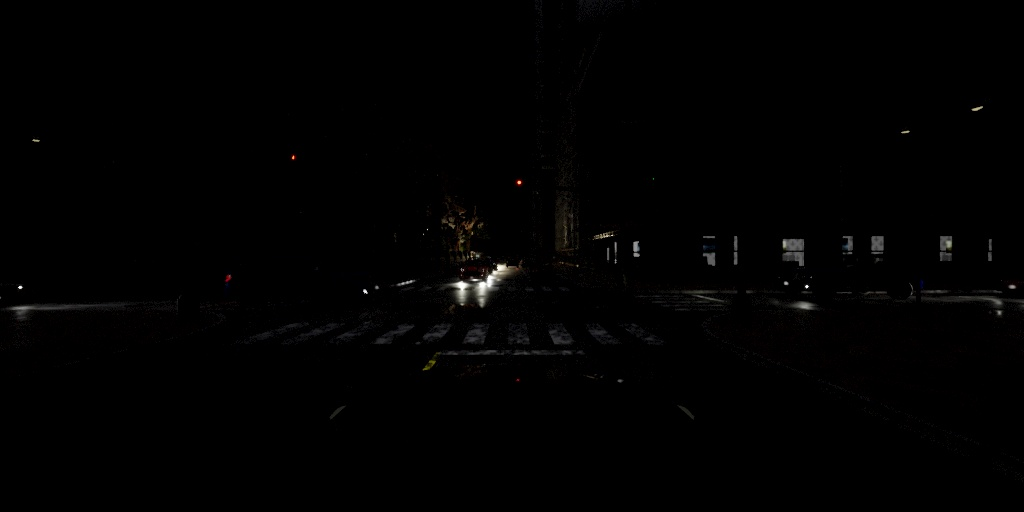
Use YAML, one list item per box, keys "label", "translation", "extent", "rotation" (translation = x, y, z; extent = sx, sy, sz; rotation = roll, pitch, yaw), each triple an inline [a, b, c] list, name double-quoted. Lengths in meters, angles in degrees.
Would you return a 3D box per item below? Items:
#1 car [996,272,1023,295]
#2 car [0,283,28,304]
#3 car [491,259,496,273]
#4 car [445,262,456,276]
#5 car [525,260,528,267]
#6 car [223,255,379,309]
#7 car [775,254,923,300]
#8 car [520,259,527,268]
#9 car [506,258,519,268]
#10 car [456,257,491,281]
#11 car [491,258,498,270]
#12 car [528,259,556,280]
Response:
- label: "car"
  translation: [25.776, 1.164, 16.667]
  extent: [4.902, 1.511, 2.128]
  rotation: [0, 0, 1]
- label: "car"
  translation: [-22.925, 1.407, 14.449]
  extent: [4.718, 1.301, 1.895]
  rotation: [0, 0, 0]
- label: "car"
  translation: [-3.127, 1.353, 39.794]
  extent: [1.895, 1.301, 4.718]
  rotation: [0, 0, 0]
- label: "car"
  translation: [-5.716, 1.297, 36.507]
  extent: [1.888, 1.381, 4.507]
  rotation: [0, 0, 0]
- label: "car"
  translation: [2.664, 1.318, 36.516]
  extent: [1.948, 1.339, 4.313]
  rotation: [0, 0, 0]
- label: "car"
  translation: [-8.488, 0.991, 14.806]
  extent: [5.566, 2.045, 2.150]
  rotation: [0, 0, -9]
- label: "car"
  translation: [15.700, 0.925, 16.873]
  extent: [5.566, 2.045, 2.150]
  rotation: [0, 0, 1]
- label: "car"
  translation: [2.647, 1.315, 59.241]
  extent: [1.948, 1.339, 4.313]
  rotation: [0, 0, 0]
- label: "car"
  translation: [0.059, 1.099, 61.940]
  extent: [2.097, 1.767, 4.553]
  rotation: [0, 0, 0]
- label: "car"
  translation: [-3.121, 1.104, 30.007]
  extent: [2.097, 1.767, 4.553]
  rotation: [0, 0, 0]
- label: "car"
  translation: [-3.124, 1.105, 49.770]
  extent: [2.097, 1.767, 4.553]
  rotation: [0, 0, 0]
- label: "car"
  translation: [2.669, 1.192, 30.835]
  extent: [1.967, 1.591, 4.097]
  rotation: [0, 0, 0]
